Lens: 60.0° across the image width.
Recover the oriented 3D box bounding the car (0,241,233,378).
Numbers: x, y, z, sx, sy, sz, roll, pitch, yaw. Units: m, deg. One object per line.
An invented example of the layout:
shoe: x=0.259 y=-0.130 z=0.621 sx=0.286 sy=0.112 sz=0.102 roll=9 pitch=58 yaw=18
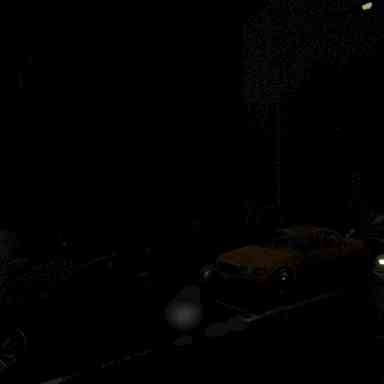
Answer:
car: x=-1.632 y=1.563 z=5.490 sx=4.313 sy=1.339 sz=1.947 roll=0 pitch=0 yaw=-36

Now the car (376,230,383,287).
car: x=6.260 y=1.584 z=7.817 sx=4.718 sy=1.301 sz=1.895 roll=0 pitch=0 yaw=-35

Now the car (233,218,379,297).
car: x=2.649 y=1.513 z=8.560 sx=4.829 sy=1.417 sz=1.752 roll=0 pitch=0 yaw=-36

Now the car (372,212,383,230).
car: x=7.205 y=1.418 z=11.828 sx=4.097 sy=1.590 sz=1.967 roll=0 pitch=0 yaw=-36
